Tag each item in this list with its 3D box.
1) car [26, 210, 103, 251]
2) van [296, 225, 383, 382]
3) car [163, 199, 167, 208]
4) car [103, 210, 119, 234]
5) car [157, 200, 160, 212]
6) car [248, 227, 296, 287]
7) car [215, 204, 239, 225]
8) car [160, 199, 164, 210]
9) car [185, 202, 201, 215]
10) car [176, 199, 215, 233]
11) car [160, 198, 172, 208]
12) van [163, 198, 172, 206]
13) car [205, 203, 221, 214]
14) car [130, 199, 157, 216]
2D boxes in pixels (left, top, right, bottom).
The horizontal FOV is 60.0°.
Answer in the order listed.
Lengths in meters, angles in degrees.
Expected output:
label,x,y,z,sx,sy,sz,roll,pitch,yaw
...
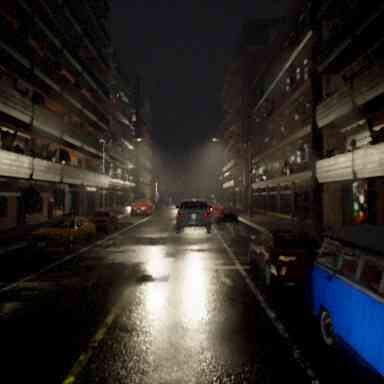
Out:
label,x,y,z,sx,sy,sz,roll,pitch,yaw
car,-5.681,1.698,14.978,1.752,1.417,4.829,0,-1,0
van,2.696,1.385,3.765,1.690,1.788,3.998,0,-1,0
car,-5.667,2.251,54.976,1.802,1.307,4.206,0,-1,0
car,-5.679,1.824,20.839,1.802,1.307,4.206,0,-1,0
car,-5.670,2.044,43.428,1.752,1.417,4.829,0,-1,0
car,2.697,1.653,9.454,1.887,1.381,4.507,0,-1,0
car,2.703,1.893,26.522,1.802,1.307,4.206,0,-1,0
car,-5.668,2.159,49.288,1.947,1.339,4.313,0,-1,0
car,0.116,1.997,41.334,1.837,1.490,4.892,0,-1,0
car,0.108,1.476,21.740,2.150,2.045,5.566,0,-1,0
car,-5.662,2.140,66.358,2.192,1.841,5.009,0,-1,0
van,-5.657,2.324,77.738,1.690,1.788,3.998,0,-1,0
car,2.710,2.103,43.592,1.802,1.307,4.206,0,-1,0
car,-5.671,1.765,37.910,2.192,1.841,5.009,0,-1,0
